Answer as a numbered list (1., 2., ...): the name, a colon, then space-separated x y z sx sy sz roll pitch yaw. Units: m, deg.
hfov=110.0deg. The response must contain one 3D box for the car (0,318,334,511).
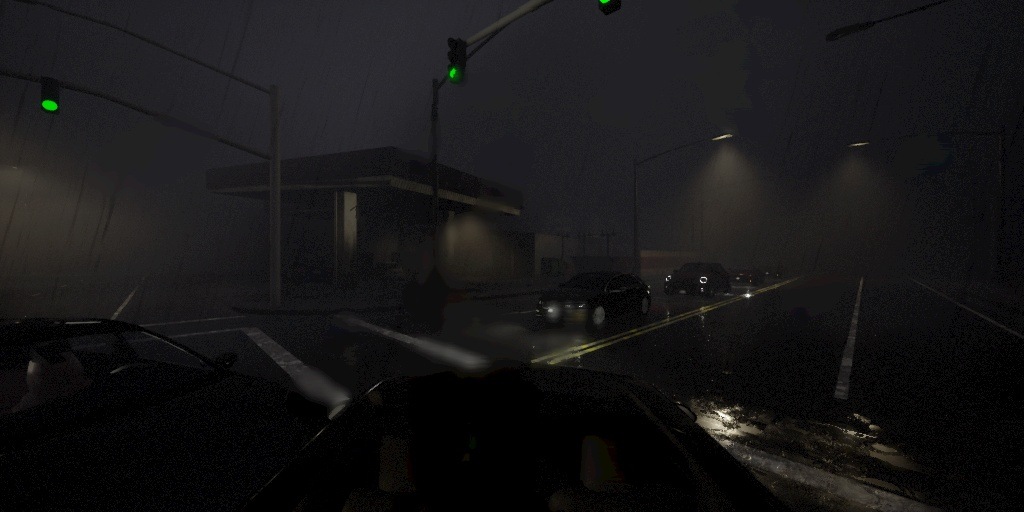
1. car: -3.440 1.242 2.432 4.902 1.511 2.128 0 0 14

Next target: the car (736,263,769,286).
1. car: 16.446 1.314 25.365 1.994 1.385 4.181 0 0 44

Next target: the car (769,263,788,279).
1. car: 23.524 1.314 32.475 4.181 1.385 1.994 0 0 -45

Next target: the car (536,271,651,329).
1. car: 2.790 1.255 11.500 1.837 1.490 4.892 0 0 44

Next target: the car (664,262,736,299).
1. car: 9.575 1.102 18.400 2.097 1.767 4.553 0 0 45
